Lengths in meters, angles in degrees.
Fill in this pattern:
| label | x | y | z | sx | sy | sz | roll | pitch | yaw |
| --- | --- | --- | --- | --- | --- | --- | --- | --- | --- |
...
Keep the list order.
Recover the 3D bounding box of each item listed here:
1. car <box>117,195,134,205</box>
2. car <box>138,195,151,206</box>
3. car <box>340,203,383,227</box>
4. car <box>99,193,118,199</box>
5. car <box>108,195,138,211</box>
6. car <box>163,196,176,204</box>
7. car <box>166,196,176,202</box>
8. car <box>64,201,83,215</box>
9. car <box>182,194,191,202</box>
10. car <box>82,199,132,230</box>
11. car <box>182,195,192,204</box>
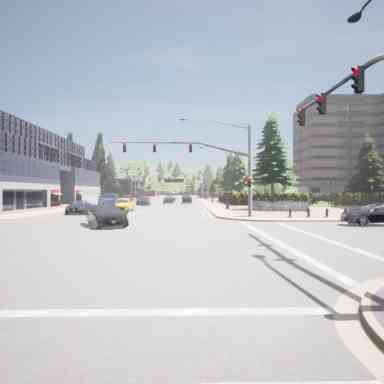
| label | x | y | z | sx | sy | sz | roll | pitch | yaw |
| --- | --- | --- | --- | --- | --- | --- | --- | --- | --- |
| car | -11.552 | 1.349 | 58.307 | 2.097 | 1.767 | 4.553 | 0 | 0 | -1 |
| car | -8.018 | 1.349 | 54.795 | 2.097 | 1.767 | 4.553 | 0 | 0 | -1 |
| car | 12.505 | 1.490 | 22.232 | 4.902 | 1.511 | 2.128 | 0 | 0 | -1 |
| car | -11.410 | 1.217 | 45.859 | 2.150 | 2.045 | 5.566 | 0 | 0 | -1 |
| car | -7.802 | 1.476 | 37.857 | 1.882 | 1.535 | 5.008 | 0 | 1 | -1 |
| car | -4.565 | 1.544 | 64.629 | 2.033 | 1.411 | 5.357 | 0 | 0 | -1 |
| car | -4.709 | 1.506 | 75.265 | 1.895 | 1.301 | 4.718 | 0 | 0 | -1 |
| car | -11.238 | 1.562 | 33.469 | 1.994 | 1.385 | 4.181 | 0 | 0 | -1 |
| car | -1.204 | 1.351 | 75.018 | 2.097 | 1.767 | 4.553 | 0 | 0 | -1 |
| car | -5.651 | 1.476 | 21.665 | 1.882 | 1.535 | 5.008 | -1 | 0 | -26 |
| car | -0.968 | 1.502 | 64.953 | 1.837 | 1.490 | 4.892 | 0 | 0 | -1 |
